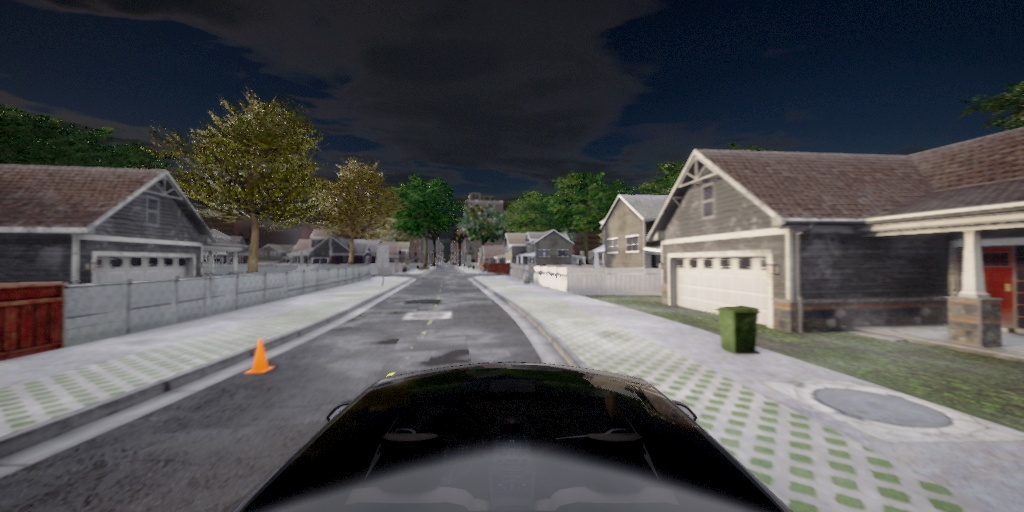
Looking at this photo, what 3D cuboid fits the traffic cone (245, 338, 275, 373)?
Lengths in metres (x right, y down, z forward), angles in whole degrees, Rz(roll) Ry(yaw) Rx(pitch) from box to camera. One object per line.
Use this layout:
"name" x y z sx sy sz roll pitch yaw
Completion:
"traffic cone" -4.600 1.797 6.556 0.340 0.580 0.340 0 0 -4
